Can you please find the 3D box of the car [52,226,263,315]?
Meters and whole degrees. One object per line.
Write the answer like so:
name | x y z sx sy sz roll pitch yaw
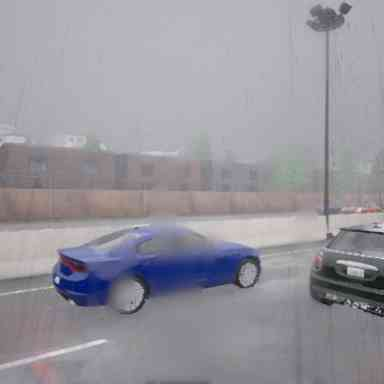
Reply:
car | -0.510 1.522 7.708 5.008 1.535 1.882 1 0 -35

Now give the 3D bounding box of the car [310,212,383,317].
car | 4.591 1.438 7.036 4.553 1.767 2.097 1 0 -35

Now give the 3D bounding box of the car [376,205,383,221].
car | 18.894 1.933 30.361 4.181 1.385 1.994 1 0 -35

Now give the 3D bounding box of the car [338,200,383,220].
car | 16.858 1.722 33.207 4.553 1.767 2.097 1 0 -35

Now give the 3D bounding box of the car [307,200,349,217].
car | 14.807 1.722 36.043 4.553 1.767 2.097 1 0 -35
